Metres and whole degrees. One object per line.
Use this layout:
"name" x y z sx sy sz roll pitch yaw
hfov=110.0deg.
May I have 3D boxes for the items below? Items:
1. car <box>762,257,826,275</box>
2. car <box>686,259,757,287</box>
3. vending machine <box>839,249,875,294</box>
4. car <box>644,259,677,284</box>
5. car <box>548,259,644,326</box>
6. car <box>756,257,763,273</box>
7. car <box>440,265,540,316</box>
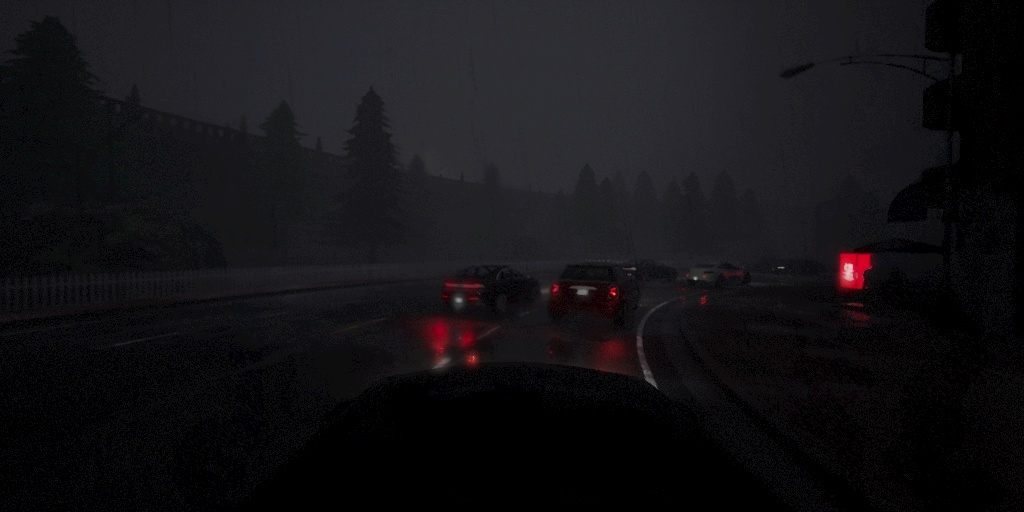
"car" 26.007 0.963 32.757 4.892 1.490 1.837 1 1 -8
"car" 12.490 1.052 21.741 4.674 1.442 1.812 0 1 -31
"vending machine" 18.544 0.808 19.408 0.880 2.100 1.100 0 0 -17
"car" 8.858 0.961 23.518 4.902 1.511 2.128 0 1 -35
"car" 2.800 0.966 11.500 2.097 1.767 4.553 1 1 25
"car" 25.570 0.889 36.227 4.902 1.511 2.128 0 1 -8
"car" -0.529 1.059 12.646 2.128 1.511 4.902 1 1 25
